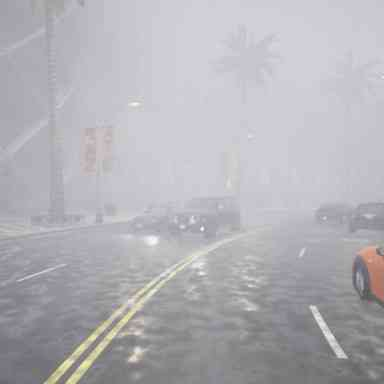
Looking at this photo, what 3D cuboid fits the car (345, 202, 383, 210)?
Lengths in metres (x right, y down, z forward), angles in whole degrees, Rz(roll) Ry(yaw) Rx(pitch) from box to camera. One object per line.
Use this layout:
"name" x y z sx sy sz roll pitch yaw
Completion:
"car" 10.564 1.351 19.081 2.097 1.767 4.553 0 0 37

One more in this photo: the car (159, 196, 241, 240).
"car" 0.848 1.221 17.575 2.150 2.045 5.566 0 0 28

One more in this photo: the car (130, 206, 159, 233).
"car" -1.681 1.526 19.903 1.812 1.442 4.674 0 0 29

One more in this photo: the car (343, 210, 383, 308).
"car" 4.306 1.352 5.345 2.097 1.767 4.553 0 0 8

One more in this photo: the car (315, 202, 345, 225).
"car" 10.833 1.505 24.481 4.892 1.490 1.837 0 0 -44
